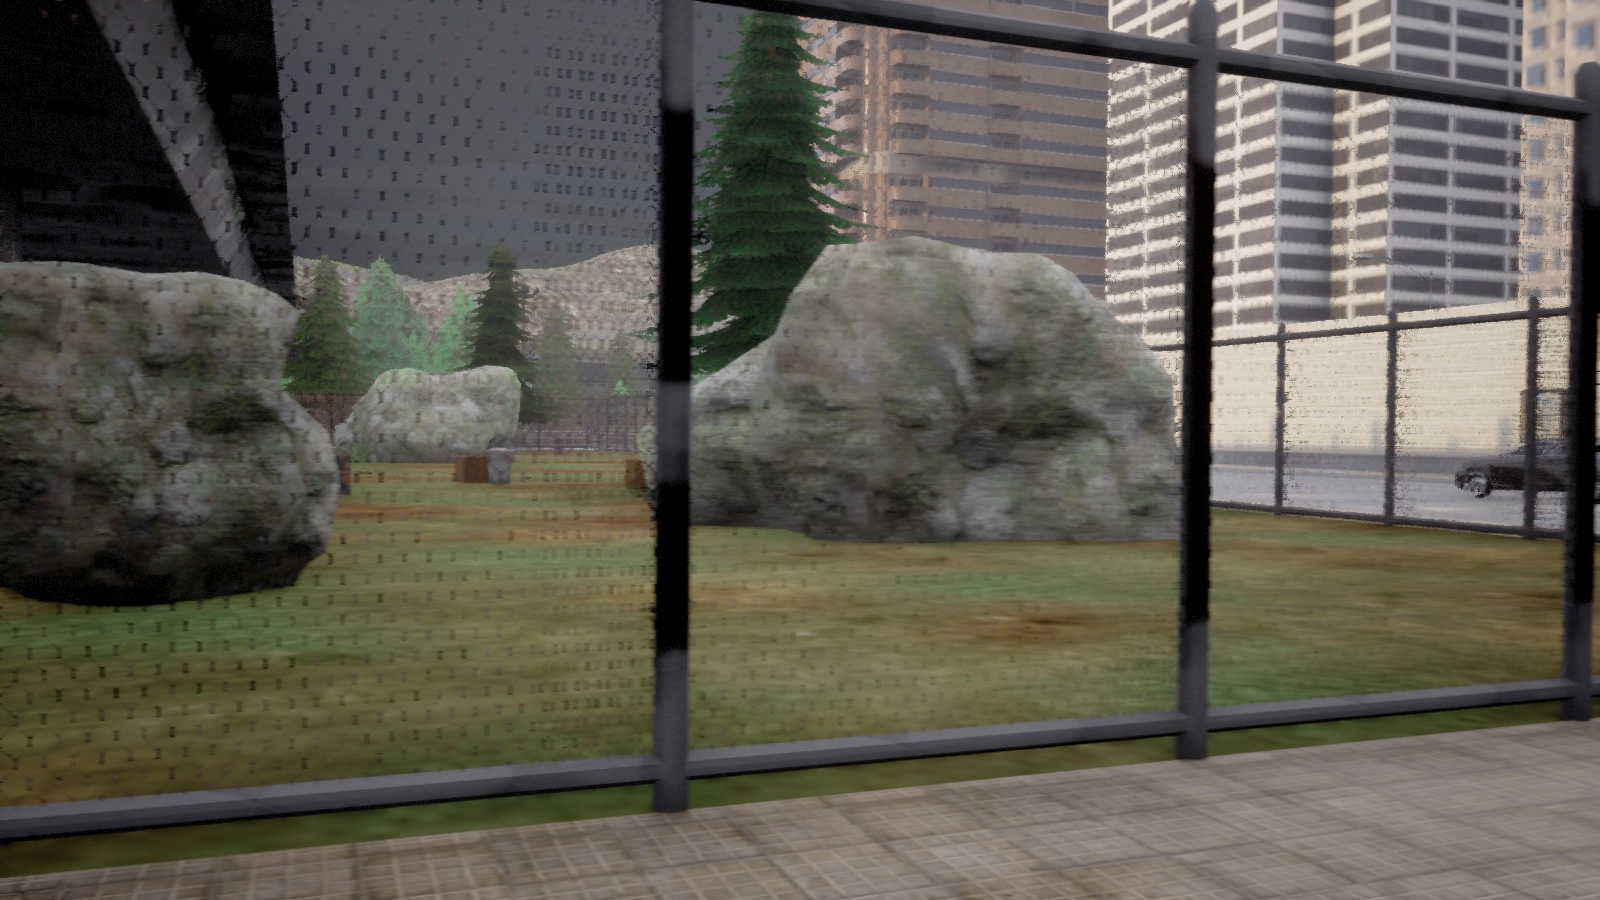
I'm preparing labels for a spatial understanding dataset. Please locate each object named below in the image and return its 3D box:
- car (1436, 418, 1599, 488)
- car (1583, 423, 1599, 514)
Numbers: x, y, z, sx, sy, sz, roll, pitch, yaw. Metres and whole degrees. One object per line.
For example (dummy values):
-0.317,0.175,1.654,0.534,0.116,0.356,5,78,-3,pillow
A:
17.687,0.030,29.310,2.128,1.511,4.902,-1,1,-21,car
14.321,0.314,18.409,1.812,1.442,4.674,-1,1,-21,car
